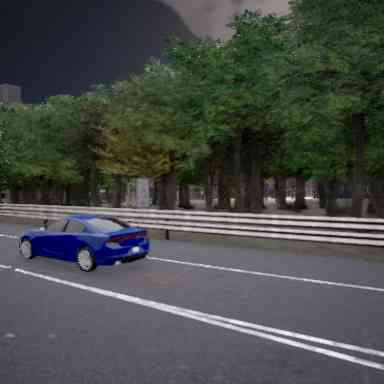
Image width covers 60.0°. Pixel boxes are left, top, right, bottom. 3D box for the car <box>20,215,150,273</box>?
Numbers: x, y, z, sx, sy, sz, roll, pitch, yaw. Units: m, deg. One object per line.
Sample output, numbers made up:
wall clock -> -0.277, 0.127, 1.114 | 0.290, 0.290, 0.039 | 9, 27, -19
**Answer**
car -> -3.631, 1.483, 10.838 | 5.008, 1.535, 1.882 | 0, 0, 34
